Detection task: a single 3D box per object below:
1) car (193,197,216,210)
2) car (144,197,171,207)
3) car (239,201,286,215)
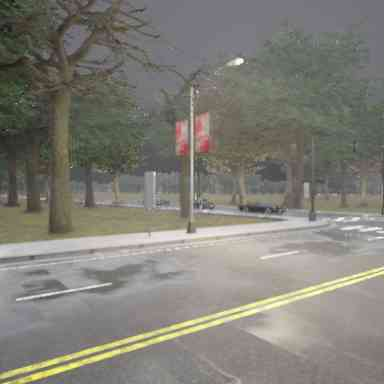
[{"bbox_3d":[0.894,1.430,40.702,1.837,1.490,4.892,0,0,-36],"label":"car"},{"bbox_3d":[-5.250,1.467,49.308,2.033,1.411,5.357,0,0,-36],"label":"car"},{"bbox_3d":[6.821,1.534,32.416,1.895,1.301,4.718,0,0,-36],"label":"car"}]
